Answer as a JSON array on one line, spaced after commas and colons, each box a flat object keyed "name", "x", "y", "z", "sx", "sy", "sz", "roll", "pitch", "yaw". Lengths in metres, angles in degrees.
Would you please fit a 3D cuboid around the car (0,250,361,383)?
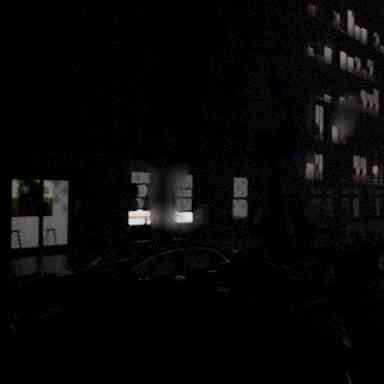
[{"name": "car", "x": -0.343, "y": 1.574, "z": 3.010, "sx": 4.181, "sy": 1.385, "sz": 1.994, "roll": 1, "pitch": 0, "yaw": -35}]

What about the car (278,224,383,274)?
[{"name": "car", "x": 3.866, "y": 1.616, "z": 9.293, "sx": 4.403, "sy": 1.369, "sz": 2.008, "roll": 1, "pitch": 0, "yaw": -35}]

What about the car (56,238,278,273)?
[{"name": "car", "x": -0.761, "y": 1.572, "z": 6.006, "sx": 4.403, "sy": 1.369, "sz": 2.008, "roll": 1, "pitch": 0, "yaw": -35}]
